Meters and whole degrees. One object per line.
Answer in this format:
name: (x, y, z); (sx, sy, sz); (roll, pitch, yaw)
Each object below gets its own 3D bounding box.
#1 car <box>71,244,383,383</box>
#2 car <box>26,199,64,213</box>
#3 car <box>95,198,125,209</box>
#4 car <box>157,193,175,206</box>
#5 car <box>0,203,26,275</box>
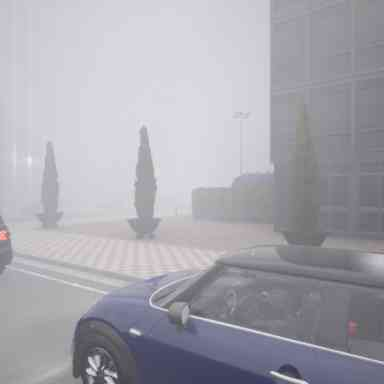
car: (0.807, 1.352, 3.418); (4.553, 1.767, 2.097); (0, 0, 36)
car: (-16.814, 1.486, 37.206); (2.128, 1.511, 4.902); (0, 0, 35)
car: (-11.115, 1.558, 45.343); (1.994, 1.385, 4.181); (0, 0, 35)
car: (-5.029, 1.216, 54.024); (2.150, 2.045, 5.566); (0, 0, 35)
car: (-7.056, 1.220, 9.004); (5.566, 2.045, 2.150); (0, 0, 36)
